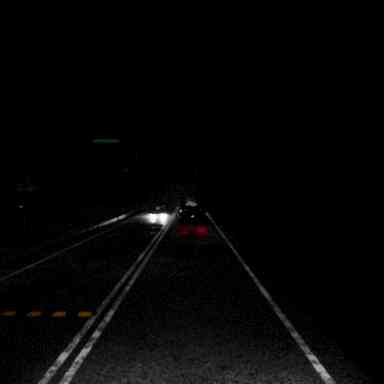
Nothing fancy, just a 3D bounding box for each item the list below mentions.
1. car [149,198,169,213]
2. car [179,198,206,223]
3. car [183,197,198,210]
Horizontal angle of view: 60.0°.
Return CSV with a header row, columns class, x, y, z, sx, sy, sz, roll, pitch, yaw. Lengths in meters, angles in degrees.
class,x,y,z,sx,sy,sz,roll,pitch,yaw
car,-3.478,1.430,36.022,2.128,1.511,4.902,0,0,0
car,0.035,1.460,25.388,2.128,1.511,4.902,0,0,0
car,-0.216,1.441,43.027,1.812,1.442,4.674,0,0,-1
